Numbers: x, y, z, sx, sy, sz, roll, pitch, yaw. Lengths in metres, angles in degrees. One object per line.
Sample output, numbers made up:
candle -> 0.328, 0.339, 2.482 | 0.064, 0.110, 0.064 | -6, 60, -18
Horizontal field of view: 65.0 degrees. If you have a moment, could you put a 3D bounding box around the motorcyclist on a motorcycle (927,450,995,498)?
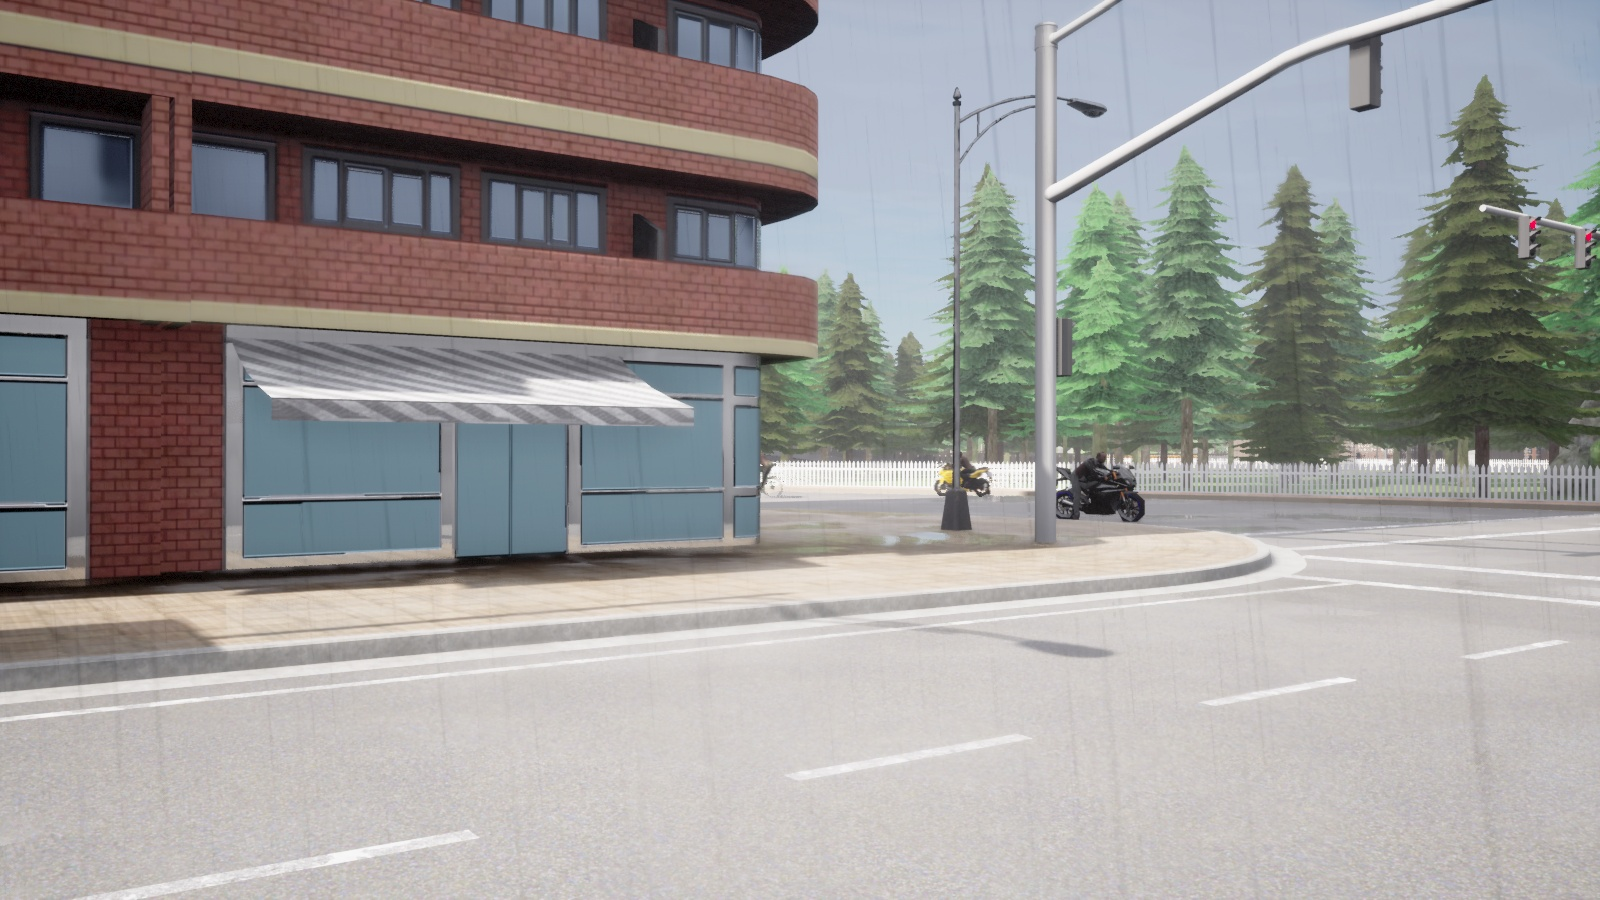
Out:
motorcyclist on a motorcycle -> 5.243, 0.760, 40.882 | 2.044, 1.523, 0.797 | 0, 0, 31

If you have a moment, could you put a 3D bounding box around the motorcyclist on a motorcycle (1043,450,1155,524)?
motorcyclist on a motorcycle -> 6.403, 0.777, 27.009 | 2.191, 1.530, 0.866 | 0, 0, 42
